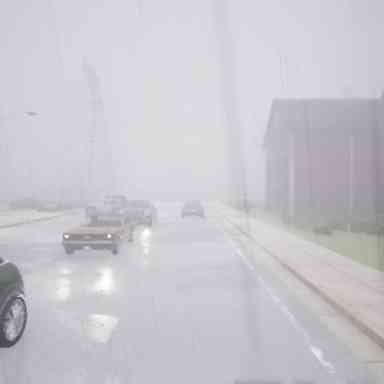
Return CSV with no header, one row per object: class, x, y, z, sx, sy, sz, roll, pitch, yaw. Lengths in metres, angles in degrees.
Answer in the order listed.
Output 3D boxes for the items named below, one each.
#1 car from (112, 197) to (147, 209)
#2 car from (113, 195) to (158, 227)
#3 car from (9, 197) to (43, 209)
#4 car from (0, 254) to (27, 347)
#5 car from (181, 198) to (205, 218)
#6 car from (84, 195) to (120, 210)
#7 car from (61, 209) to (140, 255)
car,-8.087,1.392,43.456,4.193,1.474,1.816,0,0,1
car,-3.537,1.294,22.386,2.097,1.767,4.553,0,0,0
car,-20.959,1.412,42.331,3.905,1.438,1.784,0,0,1
car,-3.599,1.344,3.231,2.097,1.767,4.553,0,0,0
car,0.075,1.486,28.990,1.994,1.385,4.181,0,0,0
car,-7.591,1.235,29.970,3.866,1.878,1.905,0,0,1
car,-3.506,1.566,13.353,1.895,1.301,4.718,0,0,0
